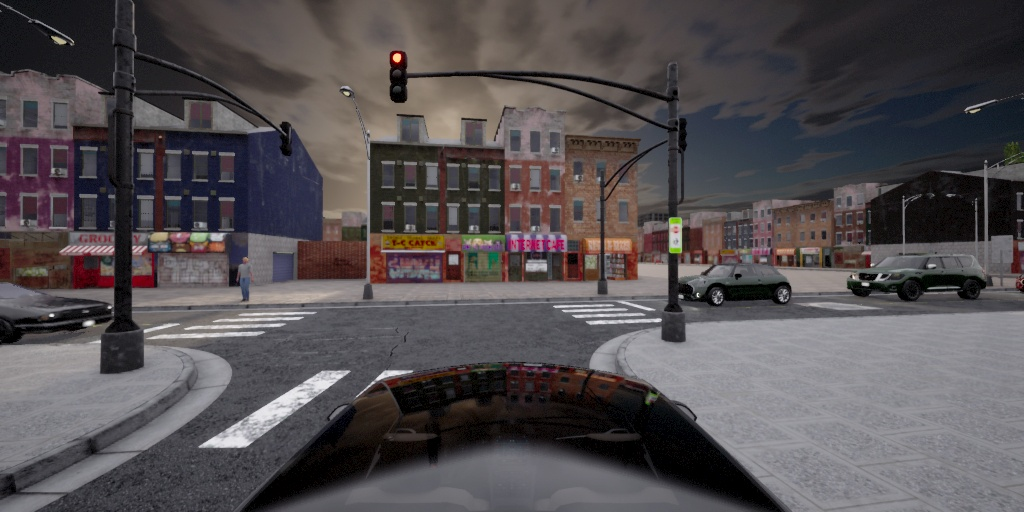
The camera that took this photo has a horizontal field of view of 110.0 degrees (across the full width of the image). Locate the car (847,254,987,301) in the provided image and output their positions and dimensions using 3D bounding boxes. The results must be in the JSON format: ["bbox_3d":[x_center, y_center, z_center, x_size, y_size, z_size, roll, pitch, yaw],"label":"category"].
[{"bbox_3d":[18.778,0.927,16.712,5.566,2.045,2.150,0,0,-9],"label":"car"}]

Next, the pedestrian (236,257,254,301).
[{"bbox_3d":[-11.107,0.945,14.977,0.375,1.860,0.375,0,0,-9],"label":"pedestrian"}]

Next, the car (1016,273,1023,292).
[{"bbox_3d":[28.626,1.034,18.212,4.553,1.767,2.097,0,0,-8],"label":"car"}]

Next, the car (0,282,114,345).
[{"bbox_3d":[-13.360,1.327,8.689,5.357,1.411,2.033,0,0,-9],"label":"car"}]

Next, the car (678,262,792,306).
[{"bbox_3d":[9.177,1.083,15.178,4.553,1.767,2.097,0,0,-10],"label":"car"}]
